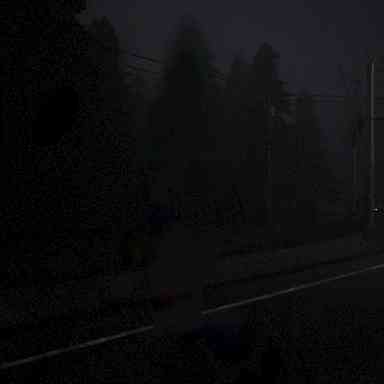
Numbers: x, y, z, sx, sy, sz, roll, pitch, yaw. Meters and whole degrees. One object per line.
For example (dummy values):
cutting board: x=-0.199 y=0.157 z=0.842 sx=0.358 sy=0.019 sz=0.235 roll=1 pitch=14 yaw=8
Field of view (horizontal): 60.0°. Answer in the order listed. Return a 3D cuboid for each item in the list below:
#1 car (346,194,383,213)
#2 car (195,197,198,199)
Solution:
car: x=18.050 y=1.221 z=34.025 sx=2.150 sy=2.045 sz=5.566 roll=0 pitch=0 yaw=-6
car: x=0.393 y=1.505 z=64.919 sx=4.892 sy=1.490 sz=1.837 roll=0 pitch=0 yaw=29
